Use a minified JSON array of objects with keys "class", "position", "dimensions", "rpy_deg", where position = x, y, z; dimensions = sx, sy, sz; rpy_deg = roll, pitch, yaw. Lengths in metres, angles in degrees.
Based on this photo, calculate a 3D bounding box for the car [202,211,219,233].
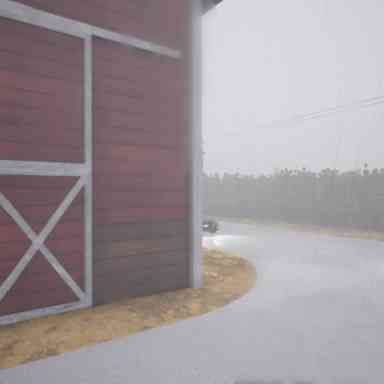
[{"class":"car","position":[-0.339,1.542,18.567],"dimensions":[1.994,1.385,4.181],"rpy_deg":[0,0,-32]}]
